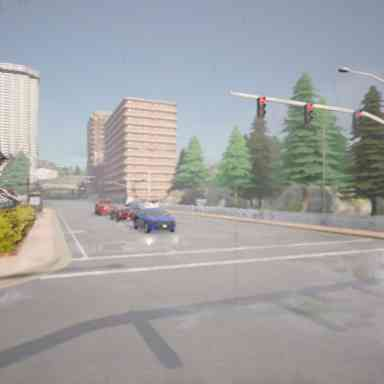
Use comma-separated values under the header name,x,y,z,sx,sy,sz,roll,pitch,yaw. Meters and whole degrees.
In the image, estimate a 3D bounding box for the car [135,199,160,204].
name,x,y,z,sx,sy,sz,roll,pitch,yaw
car,-6.418,2.009,49.743,2.150,2.045,5.566,0,-1,-22

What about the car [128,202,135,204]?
name,x,y,z,sx,sy,sz,roll,pitch,yaw
car,-10.631,2.487,59.529,2.033,1.411,5.357,0,-1,-23

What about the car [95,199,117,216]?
name,x,y,z,sx,sy,sz,roll,pitch,yaw
car,-10.862,1.884,41.981,2.150,2.045,5.566,0,-1,-23

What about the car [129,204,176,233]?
name,x,y,z,sx,sy,sz,roll,pitch,yaw
car,-2.623,1.837,22.560,1.882,1.535,5.008,0,-1,-23

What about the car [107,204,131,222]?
name,x,y,z,sx,sy,sz,roll,pitch,yaw
car,-6.498,2.102,31.677,1.895,1.301,4.718,0,-1,-23
